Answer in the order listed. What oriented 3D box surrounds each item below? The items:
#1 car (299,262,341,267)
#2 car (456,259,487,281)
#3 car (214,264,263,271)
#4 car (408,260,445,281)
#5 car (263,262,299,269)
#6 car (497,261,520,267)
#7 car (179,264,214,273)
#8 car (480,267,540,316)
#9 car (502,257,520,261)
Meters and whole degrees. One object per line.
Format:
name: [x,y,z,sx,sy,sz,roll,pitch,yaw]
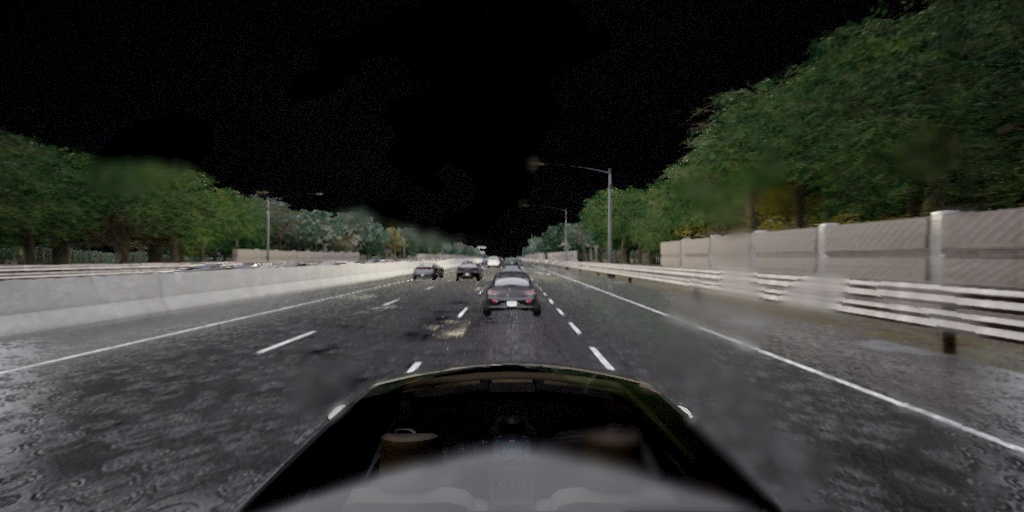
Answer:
car: [-17.580,1.315,34.035,1.882,1.535,5.008,0,0,0]
car: [-3.501,1.298,30.487,1.882,1.535,5.008,0,0,0]
car: [-24.581,1.398,33.094,1.994,1.385,4.181,0,0,0]
car: [-7.001,1.312,30.478,2.128,1.511,4.902,0,0,0]
car: [-21.077,1.346,34.488,1.837,1.490,4.892,0,-1,0]
car: [0.001,1.384,30.467,1.994,1.385,4.181,0,0,0]
car: [-28.081,1.397,32.956,1.994,1.385,4.181,0,0,0]
car: [-0.001,1.292,13.232,1.812,1.442,4.674,0,0,0]
car: [0.000,1.170,56.370,2.150,2.045,5.566,0,0,0]
